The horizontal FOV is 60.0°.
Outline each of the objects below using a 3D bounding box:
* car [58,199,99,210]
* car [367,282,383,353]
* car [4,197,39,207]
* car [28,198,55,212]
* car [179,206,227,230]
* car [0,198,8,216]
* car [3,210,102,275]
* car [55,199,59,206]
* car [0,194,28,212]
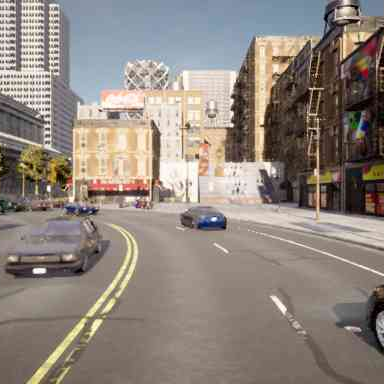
[{"bbox_3d":[-11.191,1.601,33.208,1.895,1.301,4.718,0,0,-44],"label":"car"},{"bbox_3d":[3.569,1.504,3.038,1.837,1.490,4.892,0,0,-1],"label":"car"},{"bbox_3d":[-25.749,1.520,50.302,4.674,1.452,2.002,0,0,20],"label":"car"},{"bbox_3d":[-19.204,1.547,39.718,5.357,1.411,2.033,0,0,32],"label":"car"},{"bbox_3d":[0.592,1.564,21.175,1.994,1.385,4.181,0,0,-20],"label":"car"},{"bbox_3d":[-19.544,1.525,31.235,4.674,1.442,1.812,0,0,37],"label":"car"},{"bbox_3d":[-4.091,1.547,10.785,2.033,1.411,5.357,0,0,-8],"label":"car"},{"bbox_3d":[-20.446,1.595,48.130,4.718,1.301,1.895,0,0,30],"label":"car"},{"bbox_3d":[-20.921,1.221,36.508,5.566,2.045,2.150,0,0,32],"label":"car"}]
